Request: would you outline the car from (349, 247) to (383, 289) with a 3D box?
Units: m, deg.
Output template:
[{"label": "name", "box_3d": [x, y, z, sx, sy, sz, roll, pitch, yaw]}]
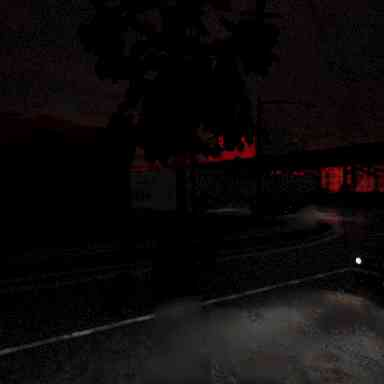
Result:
[{"label": "car", "box_3d": [5.907, 1.635, 8.096, 4.718, 1.301, 1.895, 0, 0, -35]}]

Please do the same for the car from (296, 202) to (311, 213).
[{"label": "car", "box_3d": [11.019, 1.664, 38.478, 2.033, 1.411, 5.357, 0, 0, -34]}]

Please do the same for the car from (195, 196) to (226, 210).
[{"label": "car", "box_3d": [2.073, 1.632, 45.594, 1.812, 1.442, 4.674, 0, 0, -34]}]

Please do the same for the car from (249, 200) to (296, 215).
[{"label": "car", "box_3d": [8.456, 1.704, 36.018, 1.895, 1.301, 4.718, 0, 0, -34]}]

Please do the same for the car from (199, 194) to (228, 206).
[{"label": "car", "box_3d": [3.019, 1.342, 50.522, 2.150, 2.045, 5.566, 0, 0, -34]}]
